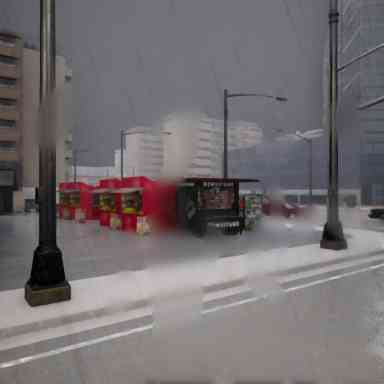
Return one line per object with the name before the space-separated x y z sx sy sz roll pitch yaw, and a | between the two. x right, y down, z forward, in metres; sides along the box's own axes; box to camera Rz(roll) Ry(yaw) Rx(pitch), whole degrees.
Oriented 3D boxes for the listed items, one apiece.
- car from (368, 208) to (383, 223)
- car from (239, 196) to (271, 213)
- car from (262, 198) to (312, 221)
car | 15.843 1.604 24.169 2.033 1.411 5.357 0 0 -37
car | 7.487 1.424 35.604 2.150 2.045 5.566 0 0 -36
car | 8.011 1.613 28.916 1.882 1.535 5.008 0 0 -35
